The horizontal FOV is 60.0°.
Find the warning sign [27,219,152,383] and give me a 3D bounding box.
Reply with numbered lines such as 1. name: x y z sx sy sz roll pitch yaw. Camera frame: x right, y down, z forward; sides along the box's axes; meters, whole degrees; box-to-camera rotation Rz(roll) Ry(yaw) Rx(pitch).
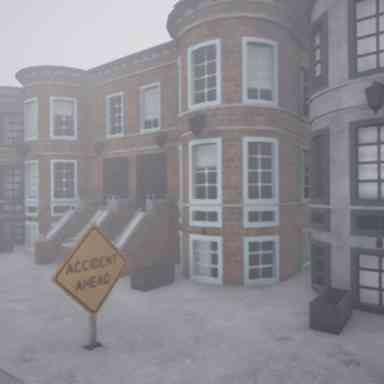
1. warning sign: -1.401 1.370 4.686 1.060 1.860 1.300 -1 0 36
